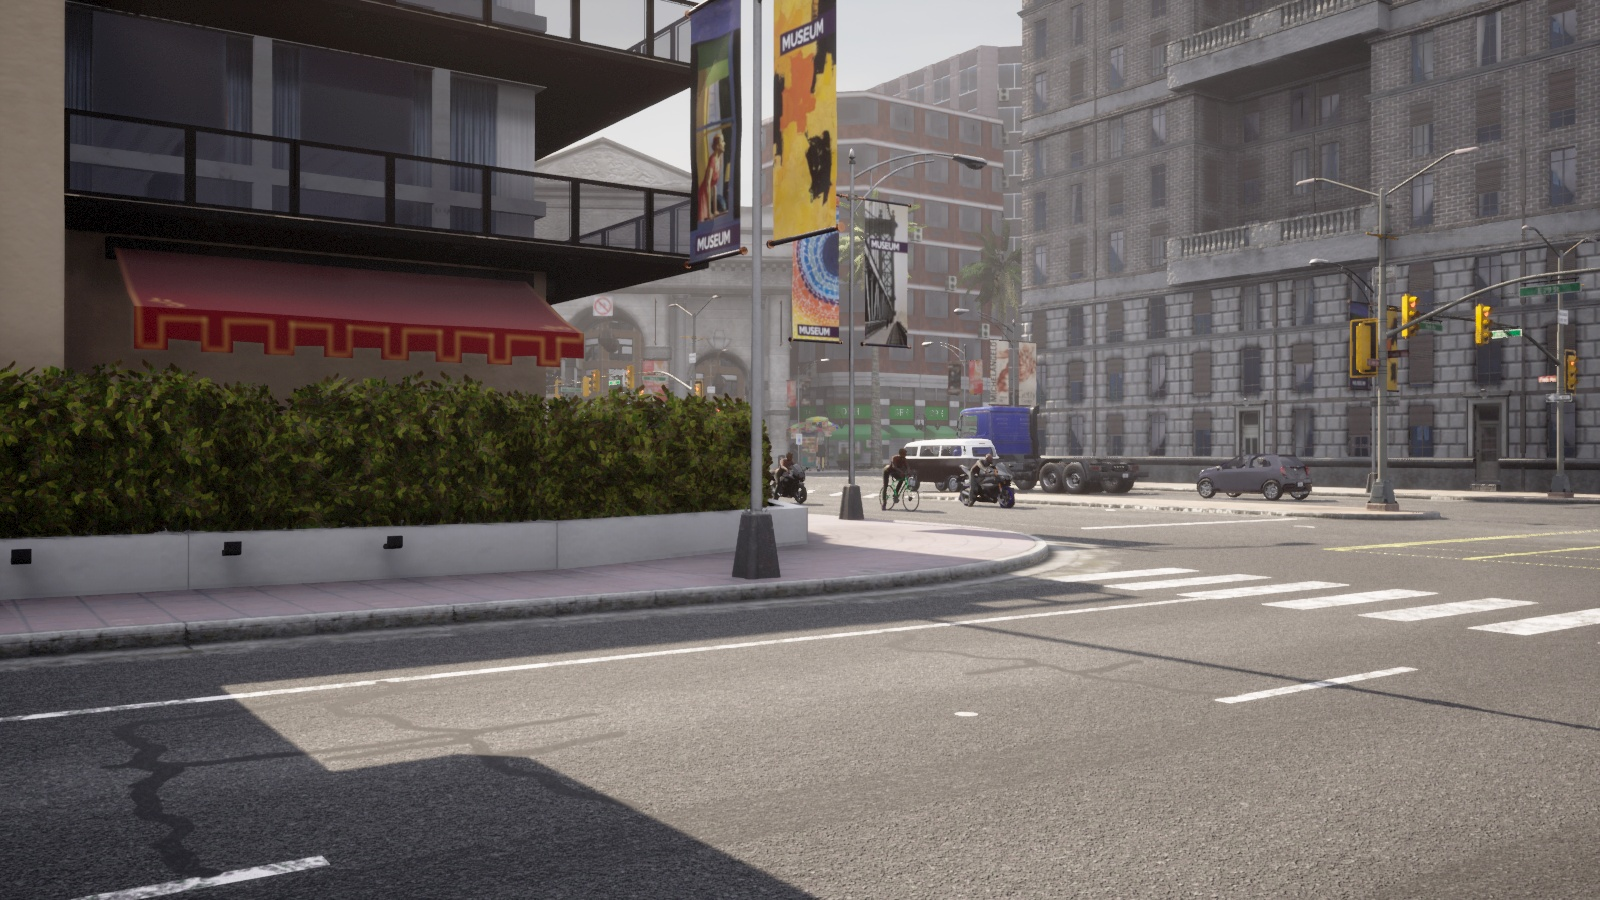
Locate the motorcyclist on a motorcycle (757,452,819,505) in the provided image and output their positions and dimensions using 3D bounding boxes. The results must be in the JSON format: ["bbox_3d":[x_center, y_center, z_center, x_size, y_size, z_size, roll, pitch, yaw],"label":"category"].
[{"bbox_3d":[-0.372,0.818,36.784,0.797,1.523,2.044,0,0,-35],"label":"motorcyclist on a motorcycle"}]

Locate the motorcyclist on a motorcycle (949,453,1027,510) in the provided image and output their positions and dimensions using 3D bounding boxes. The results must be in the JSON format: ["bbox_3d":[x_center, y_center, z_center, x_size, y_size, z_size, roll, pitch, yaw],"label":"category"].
[{"bbox_3d":[5.192,0.854,34.869,0.866,1.530,2.191,0,0,-35],"label":"motorcyclist on a motorcycle"}]

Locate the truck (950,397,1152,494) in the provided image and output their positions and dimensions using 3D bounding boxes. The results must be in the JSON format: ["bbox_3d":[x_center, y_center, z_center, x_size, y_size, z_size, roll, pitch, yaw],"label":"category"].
[{"bbox_3d":[9.565,-0.138,48.807,2.891,3.462,7.936,0,0,-35],"label":"truck"}]

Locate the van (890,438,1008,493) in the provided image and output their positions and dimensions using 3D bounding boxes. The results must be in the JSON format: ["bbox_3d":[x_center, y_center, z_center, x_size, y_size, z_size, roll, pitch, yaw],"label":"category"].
[{"bbox_3d":[5.675,0.574,48.287,2.069,2.038,4.480,0,0,-34],"label":"van"}]

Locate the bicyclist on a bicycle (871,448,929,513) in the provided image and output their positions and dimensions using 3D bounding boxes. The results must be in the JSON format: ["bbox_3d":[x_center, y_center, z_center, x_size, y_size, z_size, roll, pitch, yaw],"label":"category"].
[{"bbox_3d":[2.565,0.772,32.513,0.582,1.620,1.656,0,0,-35],"label":"bicyclist on a bicycle"}]

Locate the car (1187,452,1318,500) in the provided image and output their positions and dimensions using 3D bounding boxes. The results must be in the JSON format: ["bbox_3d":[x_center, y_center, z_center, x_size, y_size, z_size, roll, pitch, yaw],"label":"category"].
[{"bbox_3d":[14.795,0.828,41.201,1.845,1.501,3.633,0,0,-35],"label":"car"}]
